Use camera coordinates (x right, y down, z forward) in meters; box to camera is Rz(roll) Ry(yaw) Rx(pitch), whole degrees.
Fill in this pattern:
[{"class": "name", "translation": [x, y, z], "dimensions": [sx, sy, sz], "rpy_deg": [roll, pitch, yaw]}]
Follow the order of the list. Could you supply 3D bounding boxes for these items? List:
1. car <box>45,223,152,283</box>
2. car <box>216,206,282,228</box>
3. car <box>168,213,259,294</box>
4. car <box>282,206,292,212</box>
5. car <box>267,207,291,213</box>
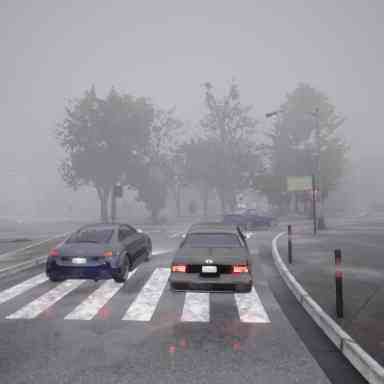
[{"class": "car", "translation": [-2.487, 1.590, 9.808], "dimensions": [1.994, 1.385, 4.181], "rpy_deg": [-1, 0, 4]}, {"class": "car", "translation": [4.395, 2.015, 25.056], "dimensions": [5.008, 1.535, 1.882], "rpy_deg": [2, -6, -44]}, {"class": "car", "translation": [0.610, 1.543, 8.972], "dimensions": [2.033, 1.411, 5.357], "rpy_deg": [-1, 0, 6]}, {"class": "car", "translation": [18.443, 3.624, 69.712], "dimensions": [4.892, 1.490, 1.837], "rpy_deg": [-4, -6, 44]}, {"class": "car", "translation": [19.179, 4.002, 73.368], "dimensions": [4.718, 1.301, 1.895], "rpy_deg": [-4, -6, 41]}]
